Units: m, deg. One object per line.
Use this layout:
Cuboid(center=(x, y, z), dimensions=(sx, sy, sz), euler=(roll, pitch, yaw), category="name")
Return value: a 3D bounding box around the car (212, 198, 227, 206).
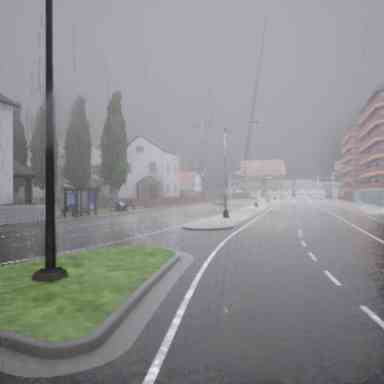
Cuboid(center=(5.034, 1.784, 60.495), dimensions=(2.128, 1.511, 4.902), euler=(-1, 0, 18), category="car")
